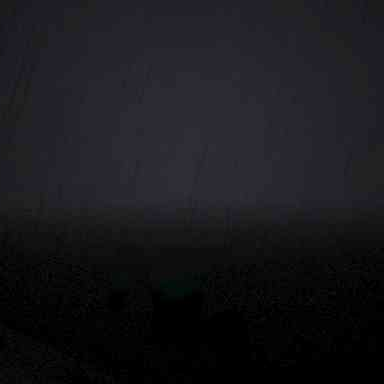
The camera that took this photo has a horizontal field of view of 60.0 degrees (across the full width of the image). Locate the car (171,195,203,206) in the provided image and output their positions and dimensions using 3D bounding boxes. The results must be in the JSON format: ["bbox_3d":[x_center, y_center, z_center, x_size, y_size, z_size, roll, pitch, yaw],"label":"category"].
[{"bbox_3d":[-0.818,1.461,55.518,1.882,1.535,5.008,0,0,35],"label":"car"}]

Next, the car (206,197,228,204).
[{"bbox_3d":[5.197,1.584,64.214,1.895,1.301,4.718,0,0,35],"label":"car"}]

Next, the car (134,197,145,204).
[{"bbox_3d":[-8.906,1.542,62.262,1.994,1.385,4.181,0,0,35],"label":"car"}]

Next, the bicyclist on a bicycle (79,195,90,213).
[{"bbox_3d":[-10.813,1.142,33.701,1.656,1.620,0.582,33,17,27],"label":"bicyclist on a bicycle"}]

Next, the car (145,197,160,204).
[{"bbox_3d":[-5.867,1.544,60.496,1.994,1.385,4.181,0,0,35],"label":"car"}]

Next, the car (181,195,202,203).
[{"bbox_3d":[-0.087,1.433,68.875,1.882,1.535,5.008,0,0,35],"label":"car"}]

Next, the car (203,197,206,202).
[{"bbox_3d":[2.801,1.583,66.896,1.895,1.301,4.718,0,0,35],"label":"car"}]

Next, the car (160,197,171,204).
[{"bbox_3d":[-3.050,1.546,58.419,1.994,1.385,4.181,0,0,35],"label":"car"}]

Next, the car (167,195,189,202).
[{"bbox_3d":[-2.957,1.365,70.878,1.882,1.535,5.008,0,0,35],"label":"car"}]
